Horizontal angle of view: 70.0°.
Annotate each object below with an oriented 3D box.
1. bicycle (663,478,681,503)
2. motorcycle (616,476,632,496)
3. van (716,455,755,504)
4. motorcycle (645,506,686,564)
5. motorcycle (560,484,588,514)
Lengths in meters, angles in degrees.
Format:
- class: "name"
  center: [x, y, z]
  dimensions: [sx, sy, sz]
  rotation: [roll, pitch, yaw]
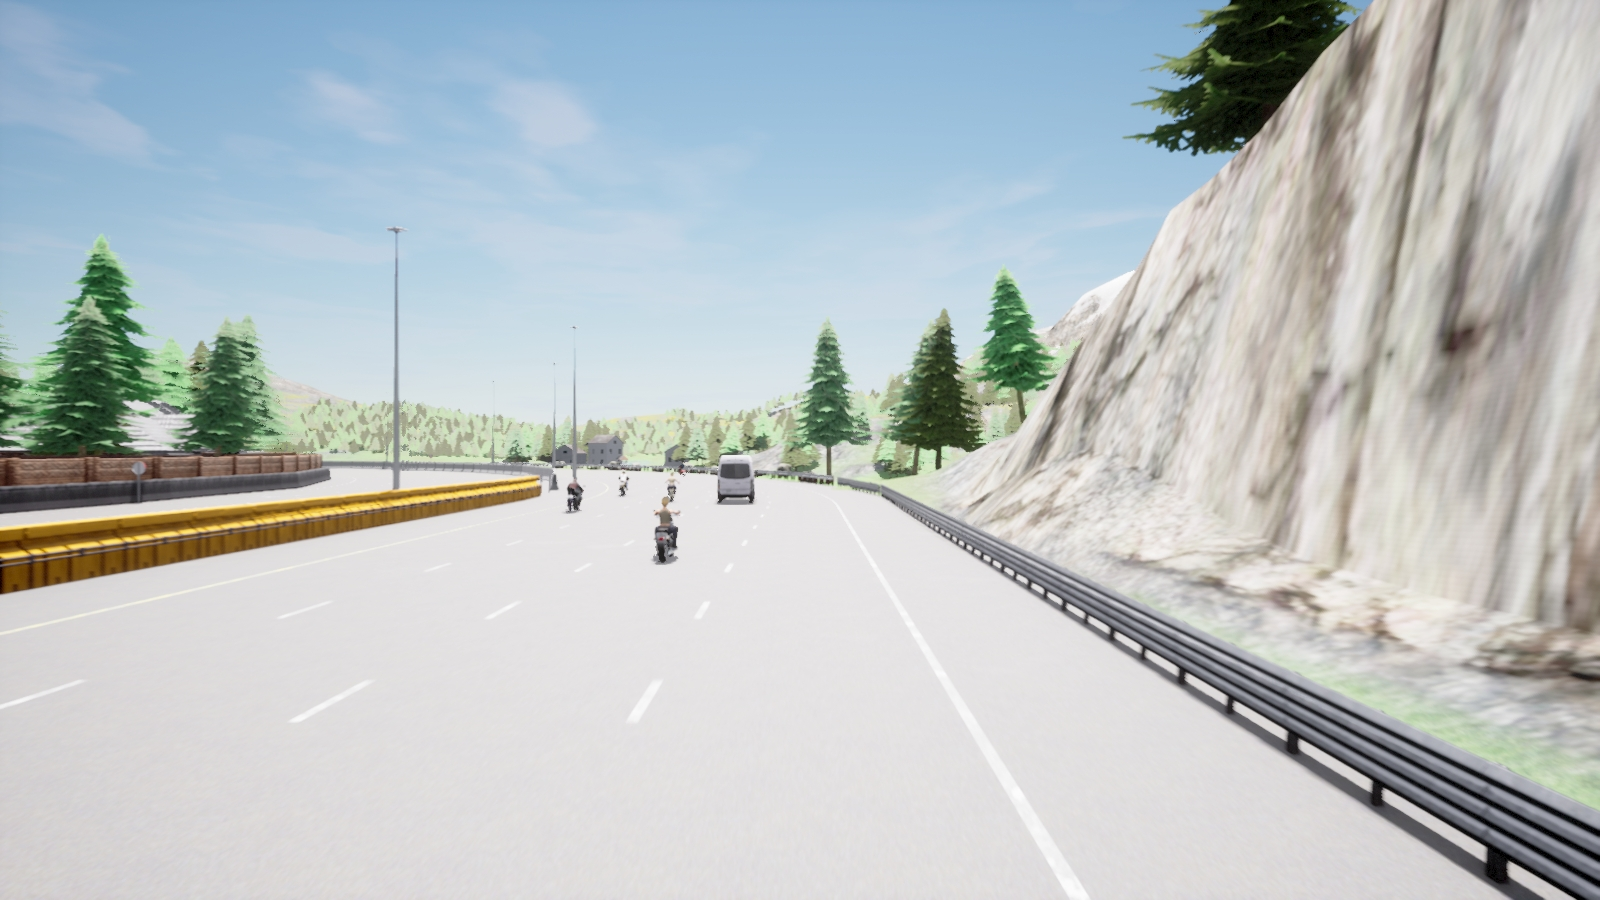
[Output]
- class: "bicycle"
  center: [-6.956, 2.184, 62.121]
  dimensions: [0.859, 1.295, 1.487]
  rotation: [0, 0, -2]
- class: "motorcycle"
  center: [-10.898, 2.216, 70.644]
  dimensions: [0.803, 1.217, 2.033]
  rotation: [0, 0, -4]
- class: "van"
  center: [-3.522, 1.570, 63.297]
  dimensions: [1.988, 2.561, 5.915]
  rotation: [0, 0, -2]
- class: "motorcycle"
  center: [-3.444, 2.163, 29.444]
  dimensions: [0.764, 1.325, 2.356]
  rotation: [0, 0, 0]
- class: "motorcycle"
  center: [-10.362, 2.234, 52.444]
  dimensions: [0.867, 1.251, 2.209]
  rotation: [0, 0, 0]
